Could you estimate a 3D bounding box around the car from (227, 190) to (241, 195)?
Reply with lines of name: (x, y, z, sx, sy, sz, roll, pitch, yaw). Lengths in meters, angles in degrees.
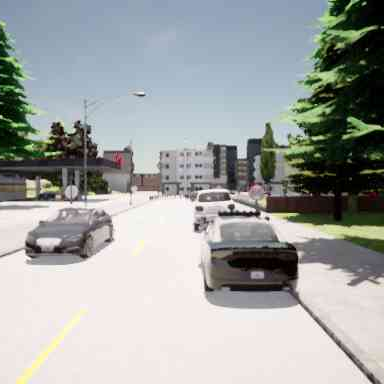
car: (11.090, 0.138, 87.345, 1.853, 1.218, 4.536, 1, 1, 30)

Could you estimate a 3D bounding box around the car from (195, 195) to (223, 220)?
car: (1.187, 1.063, 24.784, 1.801, 1.575, 5.366, 0, 1, 0)

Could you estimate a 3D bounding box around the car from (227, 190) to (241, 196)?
car: (11.116, 0.295, 87.393, 2.038, 1.542, 4.974, 1, 1, 30)

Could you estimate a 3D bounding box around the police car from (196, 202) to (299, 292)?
police car: (1.202, 1.286, 8.706, 1.930, 1.638, 5.238, 0, 1, 0)

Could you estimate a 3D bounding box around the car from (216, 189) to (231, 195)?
car: (8.319, 0.046, 87.733, 3.633, 1.501, 1.845, 0, 1, 11)

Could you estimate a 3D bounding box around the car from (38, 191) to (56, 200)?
car: (-23.928, 0.549, 54.778, 1.845, 1.501, 3.633, 0, 1, 0)

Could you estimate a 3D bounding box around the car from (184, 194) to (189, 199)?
car: (0.588, 0.604, 60.954, 4.181, 1.385, 1.994, -1, 1, -37)

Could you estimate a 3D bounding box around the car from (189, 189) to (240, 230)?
car: (1.134, 0.878, 18.621, 2.150, 2.045, 5.566, -3, 1, 0)

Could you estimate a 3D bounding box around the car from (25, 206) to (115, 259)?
car: (-4.099, 1.303, 11.882, 2.128, 1.511, 4.902, 0, 1, 0)
